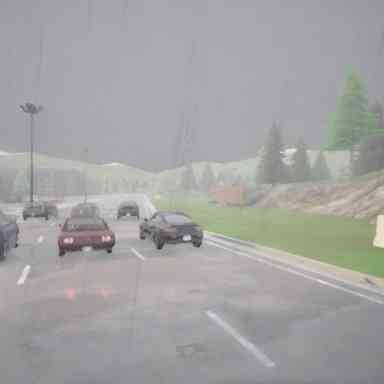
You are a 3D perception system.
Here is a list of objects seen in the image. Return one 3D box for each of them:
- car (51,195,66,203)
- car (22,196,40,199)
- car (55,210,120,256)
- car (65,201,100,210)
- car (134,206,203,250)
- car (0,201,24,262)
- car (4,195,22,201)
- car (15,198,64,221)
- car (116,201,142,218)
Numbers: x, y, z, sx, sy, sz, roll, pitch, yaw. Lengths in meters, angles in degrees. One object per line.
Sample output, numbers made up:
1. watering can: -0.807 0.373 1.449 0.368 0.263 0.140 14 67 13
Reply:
1. car: -26.031 1.402 64.545 2.097 1.767 4.553 0 0 -8
2. car: -29.124 1.541 61.522 1.812 1.442 4.674 0 0 -8
3. car: -4.284 1.613 13.167 1.895 1.301 4.718 0 0 -21
4. car: -8.830 1.560 27.762 2.033 1.411 5.357 0 0 -10
5. car: -1.012 1.530 14.410 1.812 1.442 4.674 0 0 -21
6. car: -7.523 1.363 11.841 2.097 1.767 4.553 0 0 -21
7. car: -32.550 1.328 60.779 2.097 1.767 4.553 0 0 -8
8. car: -12.280 1.492 27.173 2.128 1.511 4.902 0 0 -10
9. car: -5.380 1.514 28.351 1.837 1.490 4.892 0 0 -10
